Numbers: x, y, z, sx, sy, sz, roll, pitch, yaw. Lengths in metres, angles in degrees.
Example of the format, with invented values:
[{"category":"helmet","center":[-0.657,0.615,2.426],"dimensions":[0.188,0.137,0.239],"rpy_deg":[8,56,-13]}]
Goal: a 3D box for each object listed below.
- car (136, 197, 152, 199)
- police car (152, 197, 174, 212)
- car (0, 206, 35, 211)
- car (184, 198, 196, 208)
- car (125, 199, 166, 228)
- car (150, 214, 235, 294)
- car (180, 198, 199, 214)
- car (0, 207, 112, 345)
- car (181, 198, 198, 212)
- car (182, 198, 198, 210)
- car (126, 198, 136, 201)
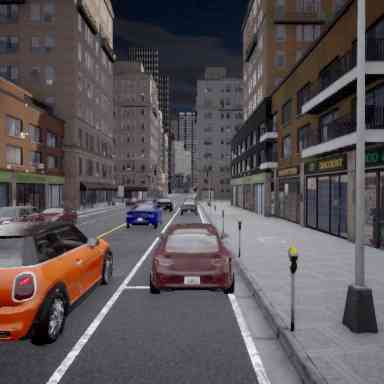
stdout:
[{"category":"car","center":[-6.150,1.467,46.939],"dimensions":[2.128,1.511,4.902],"rpy_deg":[0,0,0]},{"category":"police car","center":[-3.143,1.407,38.601],"dimensions":[1.930,1.638,5.238],"rpy_deg":[0,0,0]},{"category":"car","center":[-8.823,1.435,16.181],"dimensions":[1.967,1.590,4.097],"rpy_deg":[-1,0,0]},{"category":"car","center":[-0.275,1.553,49.696],"dimensions":[1.802,1.307,4.206],"rpy_deg":[-1,0,0]},{"category":"car","center":[-3.045,1.471,21.900],"dimensions":[1.882,1.535,5.008],"rpy_deg":[0,0,0]},{"category":"car","center":[0.003,1.523,8.652],"dimensions":[1.812,1.442,4.674],"rpy_deg":[0,0,0]},{"category":"car","center":[-0.280,1.537,32.939],"dimensions":[2.008,1.369,4.403],"rpy_deg":[-1,0,0]},{"category":"car","center":[-3.045,1.350,6.555],"dimensions":[2.097,1.767,4.553],"rpy_deg":[0,0,0]},{"category":"car","center":[-0.279,1.507,38.694],"dimensions":[1.752,1.417,4.829],"rpy_deg":[-1,0,0]},{"category":"car","center":[-0.277,1.543,44.111],"dimensions":[1.947,1.339,4.313],"rpy_deg":[-1,0,0]},{"category":"car","center":[-8.821,1.516,49.695],"dimensions":[1.887,1.381,4.507],"rpy_deg":[-1,0,0]}]
